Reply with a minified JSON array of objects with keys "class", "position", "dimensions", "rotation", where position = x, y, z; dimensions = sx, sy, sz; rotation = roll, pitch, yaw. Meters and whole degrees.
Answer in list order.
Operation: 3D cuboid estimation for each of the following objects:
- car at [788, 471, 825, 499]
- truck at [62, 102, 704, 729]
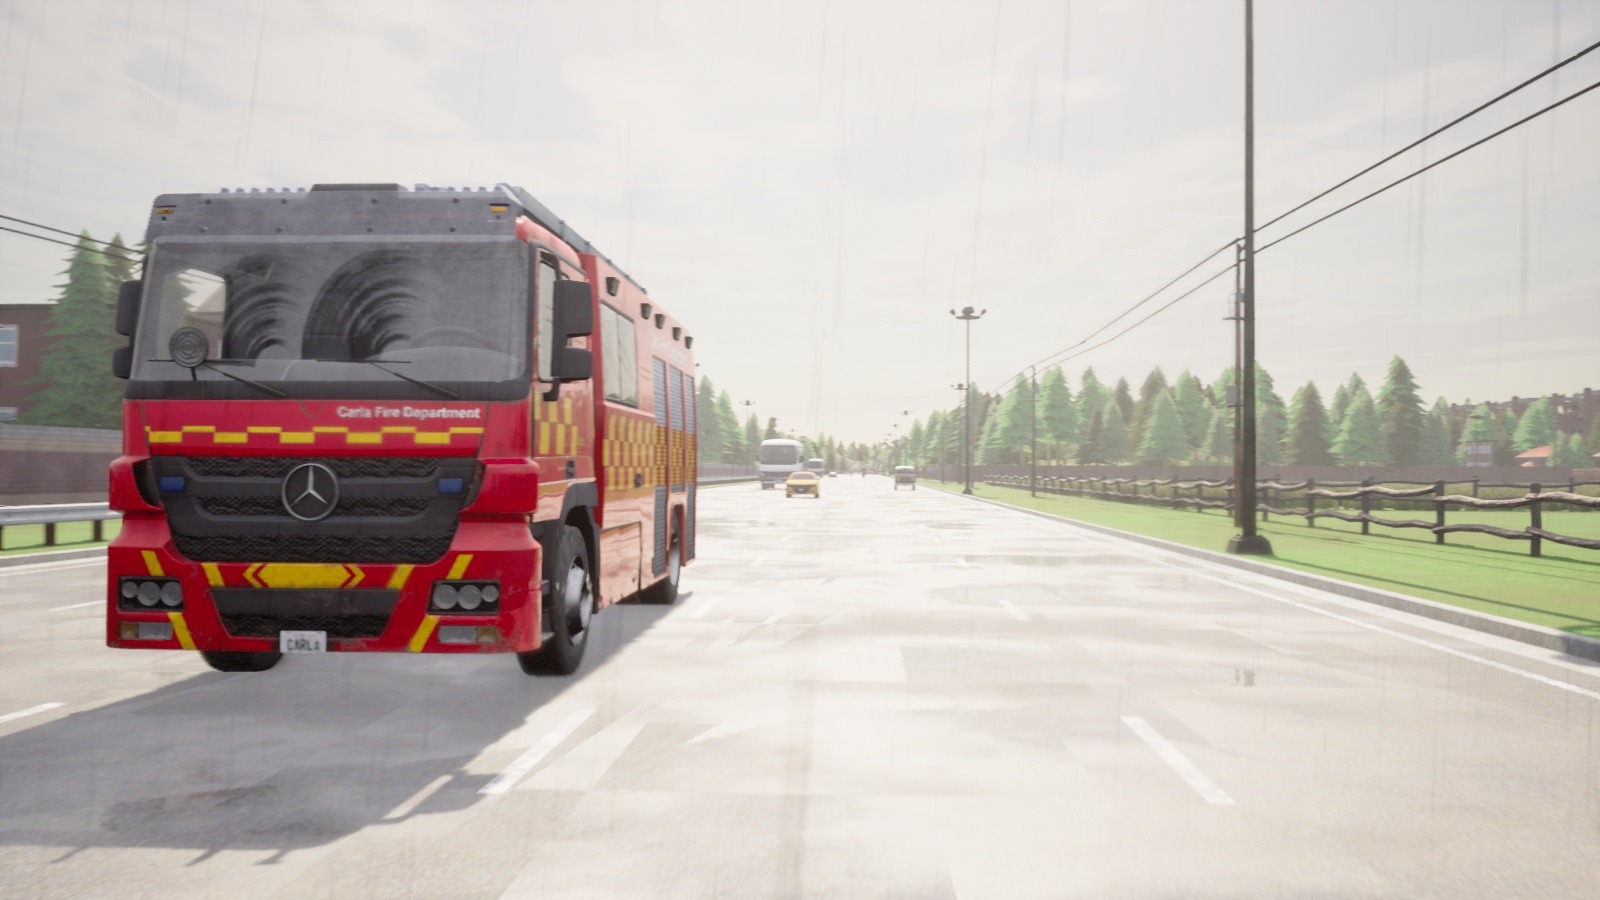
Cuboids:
[{"class":"car","position":[0.421,2.028,73.702],"dimensions":[1.882,1.535,5.008],"rotation":[0,-1,3]},{"class":"truck","position":[-2.907,-0.144,11.965],"dimensions":[2.891,3.827,8.468],"rotation":[0,-1,3]}]
